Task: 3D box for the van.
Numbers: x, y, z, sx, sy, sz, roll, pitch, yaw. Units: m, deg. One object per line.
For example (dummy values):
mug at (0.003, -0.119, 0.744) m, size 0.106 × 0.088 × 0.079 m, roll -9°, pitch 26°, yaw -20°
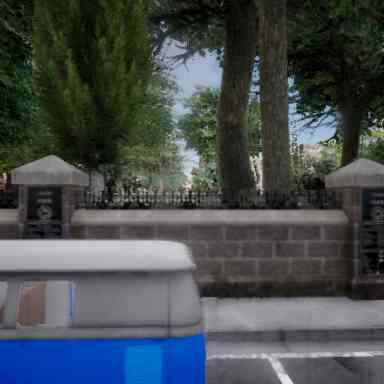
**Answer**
van at (-1.767, 1.380, 3.260) m, size 3.998 × 1.788 × 1.690 m, roll 0°, pitch -1°, yaw -3°
